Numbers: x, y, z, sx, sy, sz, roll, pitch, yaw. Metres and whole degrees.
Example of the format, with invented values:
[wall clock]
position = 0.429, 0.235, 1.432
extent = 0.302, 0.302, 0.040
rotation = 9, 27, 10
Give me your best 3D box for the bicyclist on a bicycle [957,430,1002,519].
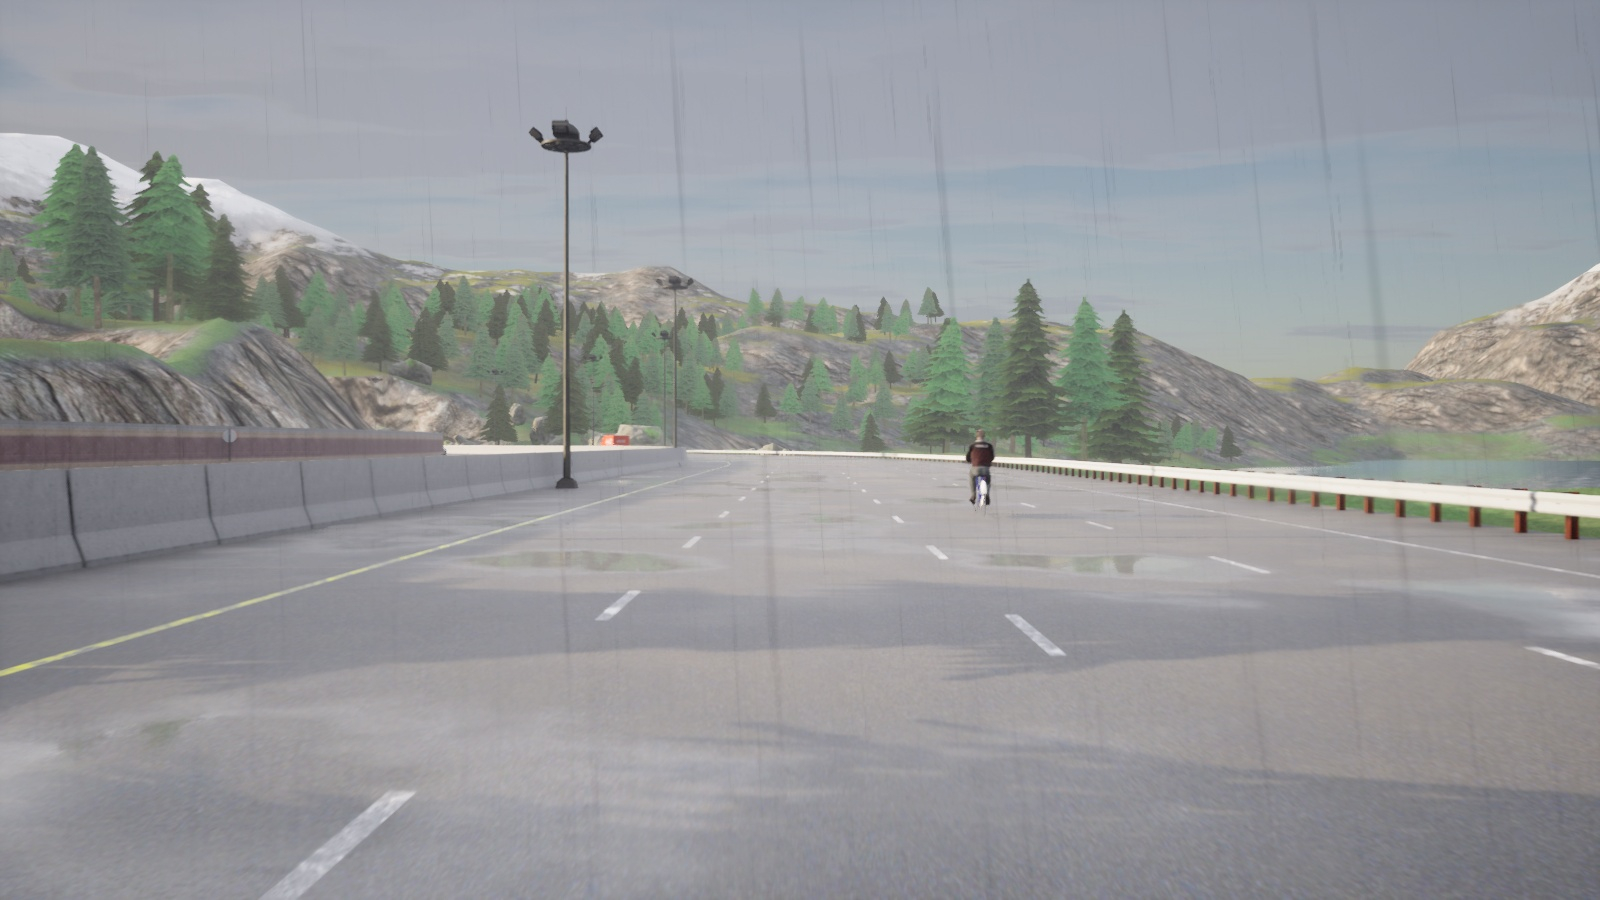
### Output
[bicyclist on a bicycle]
position = 3.664, 0.475, 25.785
extent = 0.659, 1.776, 1.843
rotation = 0, 1, 0
